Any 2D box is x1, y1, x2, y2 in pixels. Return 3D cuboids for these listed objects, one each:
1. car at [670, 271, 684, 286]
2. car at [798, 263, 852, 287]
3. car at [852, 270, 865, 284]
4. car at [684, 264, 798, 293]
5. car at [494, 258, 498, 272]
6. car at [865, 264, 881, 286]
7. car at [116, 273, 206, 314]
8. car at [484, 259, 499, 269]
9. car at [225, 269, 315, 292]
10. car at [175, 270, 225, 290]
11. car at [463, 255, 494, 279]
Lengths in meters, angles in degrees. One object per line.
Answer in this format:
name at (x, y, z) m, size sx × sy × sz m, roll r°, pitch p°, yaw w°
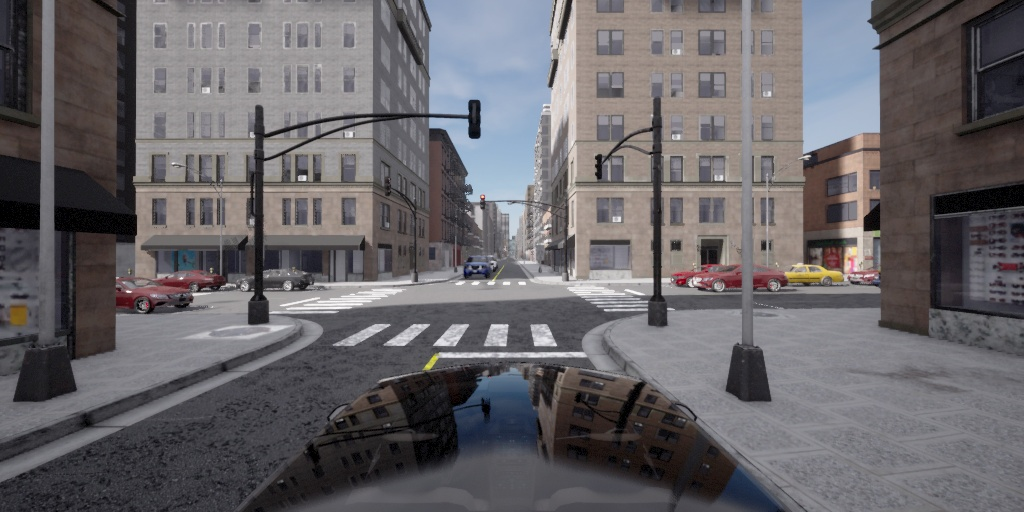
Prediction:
car at (12.130, 1.190, 22.039) m, size 4.507 × 1.381 × 1.888 m, roll 0°, pitch 0°, yaw 0°
car at (17.452, 1.117, 22.004) m, size 4.829 × 1.417 × 1.751 m, roll 0°, pitch 0°, yaw 0°
car at (23.115, 1.121, 21.968) m, size 4.207 × 1.307 × 1.802 m, roll 0°, pitch 0°, yaw 0°
car at (12.186, 1.157, 19.283) m, size 4.674 × 1.442 × 1.812 m, roll -1°, pitch 0°, yaw 1°
car at (-3.126, 0.945, 44.884) m, size 2.150 × 2.045 × 5.566 m, roll 0°, pitch 0°, yaw 0°
car at (22.767, 1.078, 19.213) m, size 5.357 × 1.411 × 2.033 m, roll -1°, pitch 0°, yaw 1°
car at (-14.661, 1.451, 13.683) m, size 4.207 × 1.307 × 1.802 m, roll 0°, pitch 0°, yaw 0°
car at (-3.125, 1.181, 55.257) m, size 1.882 × 1.535 × 5.008 m, roll 0°, pitch 0°, yaw 0°
car at (-14.633, 1.458, 22.209) m, size 4.403 × 1.370 × 2.007 m, roll 0°, pitch 0°, yaw 0°
car at (-20.161, 1.545, 22.244) m, size 4.207 × 1.307 × 1.802 m, roll 0°, pitch 0°, yaw 0°
car at (-3.124, 0.964, 32.993) m, size 2.150 × 2.045 × 5.566 m, roll 0°, pitch 0°, yaw 0°
